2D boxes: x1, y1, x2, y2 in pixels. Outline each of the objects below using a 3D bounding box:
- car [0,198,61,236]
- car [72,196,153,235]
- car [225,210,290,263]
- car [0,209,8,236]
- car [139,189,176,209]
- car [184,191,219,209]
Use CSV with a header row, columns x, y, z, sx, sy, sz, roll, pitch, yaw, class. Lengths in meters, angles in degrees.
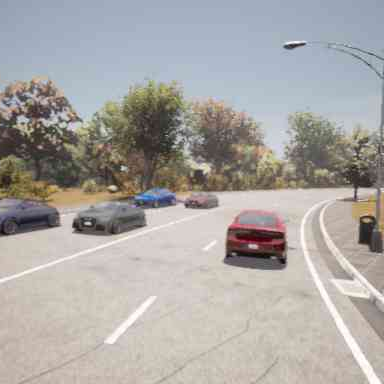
x,y,z,sx,sy,sz,roll,pitch,yaw,class
-7.742,0.973,14.570,1.994,1.385,4.181,3,2,16,car
-3.789,1.095,15.855,1.994,1.385,4.181,3,2,17,car
2.432,1.380,12.001,1.882,1.535,5.008,3,2,15,car
-6.241,1.194,6.093,2.033,1.411,5.357,3,1,8,car
-3.069,0.493,28.590,1.882,1.535,5.008,3,3,22,car
0.889,0.659,29.102,1.994,1.385,4.181,3,4,23,car
